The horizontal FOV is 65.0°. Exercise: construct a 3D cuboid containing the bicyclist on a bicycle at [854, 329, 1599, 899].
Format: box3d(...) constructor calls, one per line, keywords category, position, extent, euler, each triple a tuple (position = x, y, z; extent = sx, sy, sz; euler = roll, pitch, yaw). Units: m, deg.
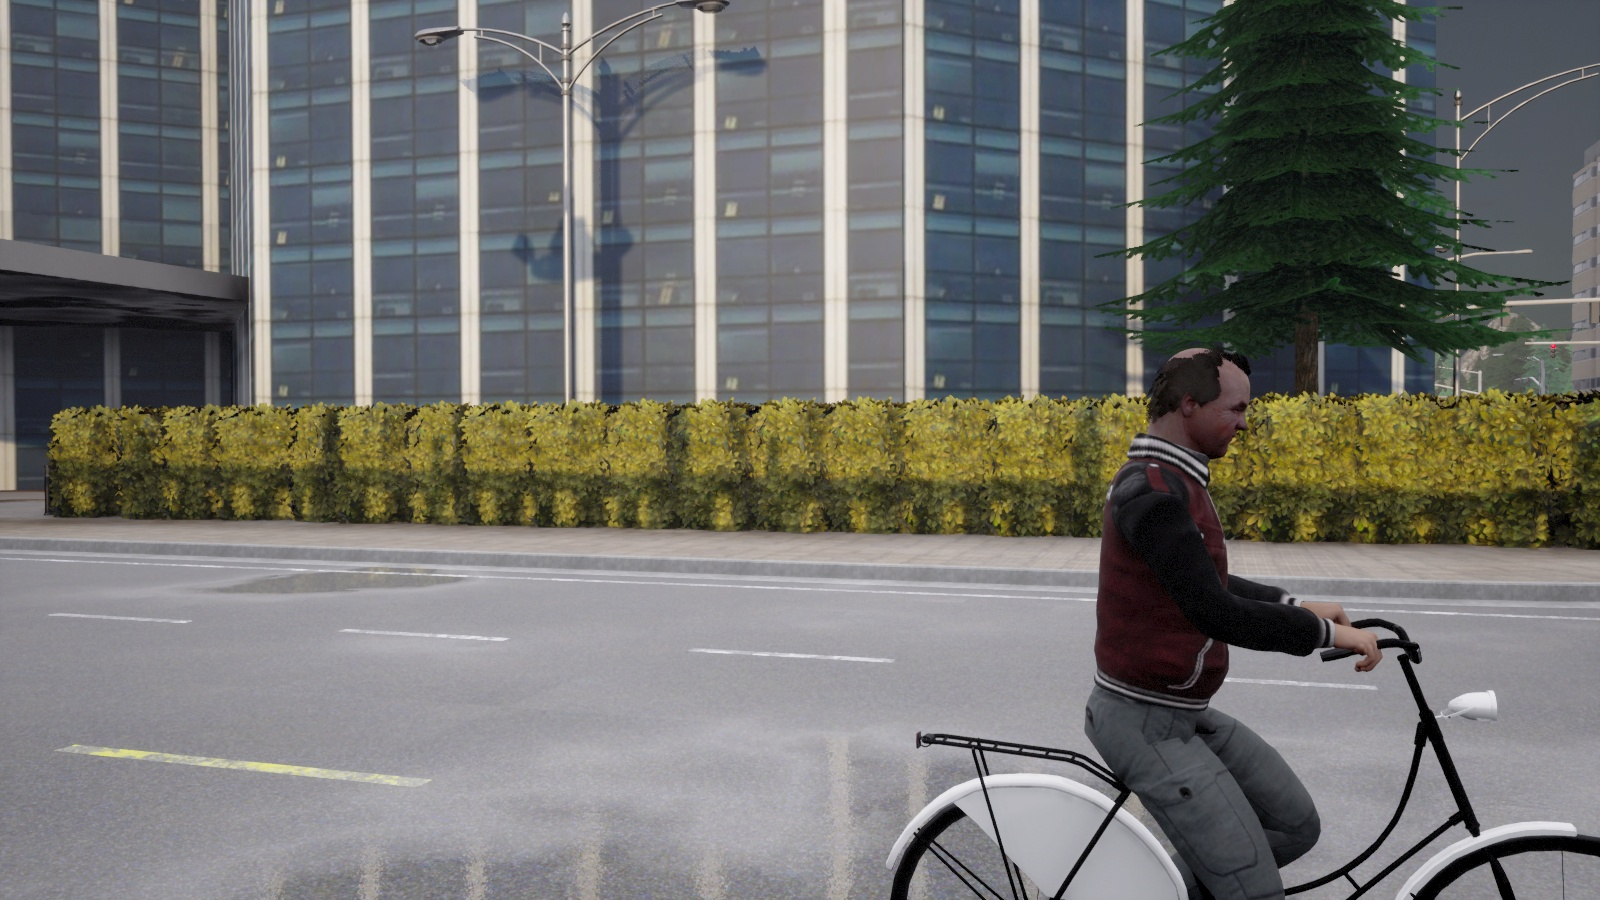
box3d(category="bicyclist on a bicycle", position=(1.099, 0.656, 2.832), extent=(1.843, 1.776, 0.659), euler=(0, 1, 18))
